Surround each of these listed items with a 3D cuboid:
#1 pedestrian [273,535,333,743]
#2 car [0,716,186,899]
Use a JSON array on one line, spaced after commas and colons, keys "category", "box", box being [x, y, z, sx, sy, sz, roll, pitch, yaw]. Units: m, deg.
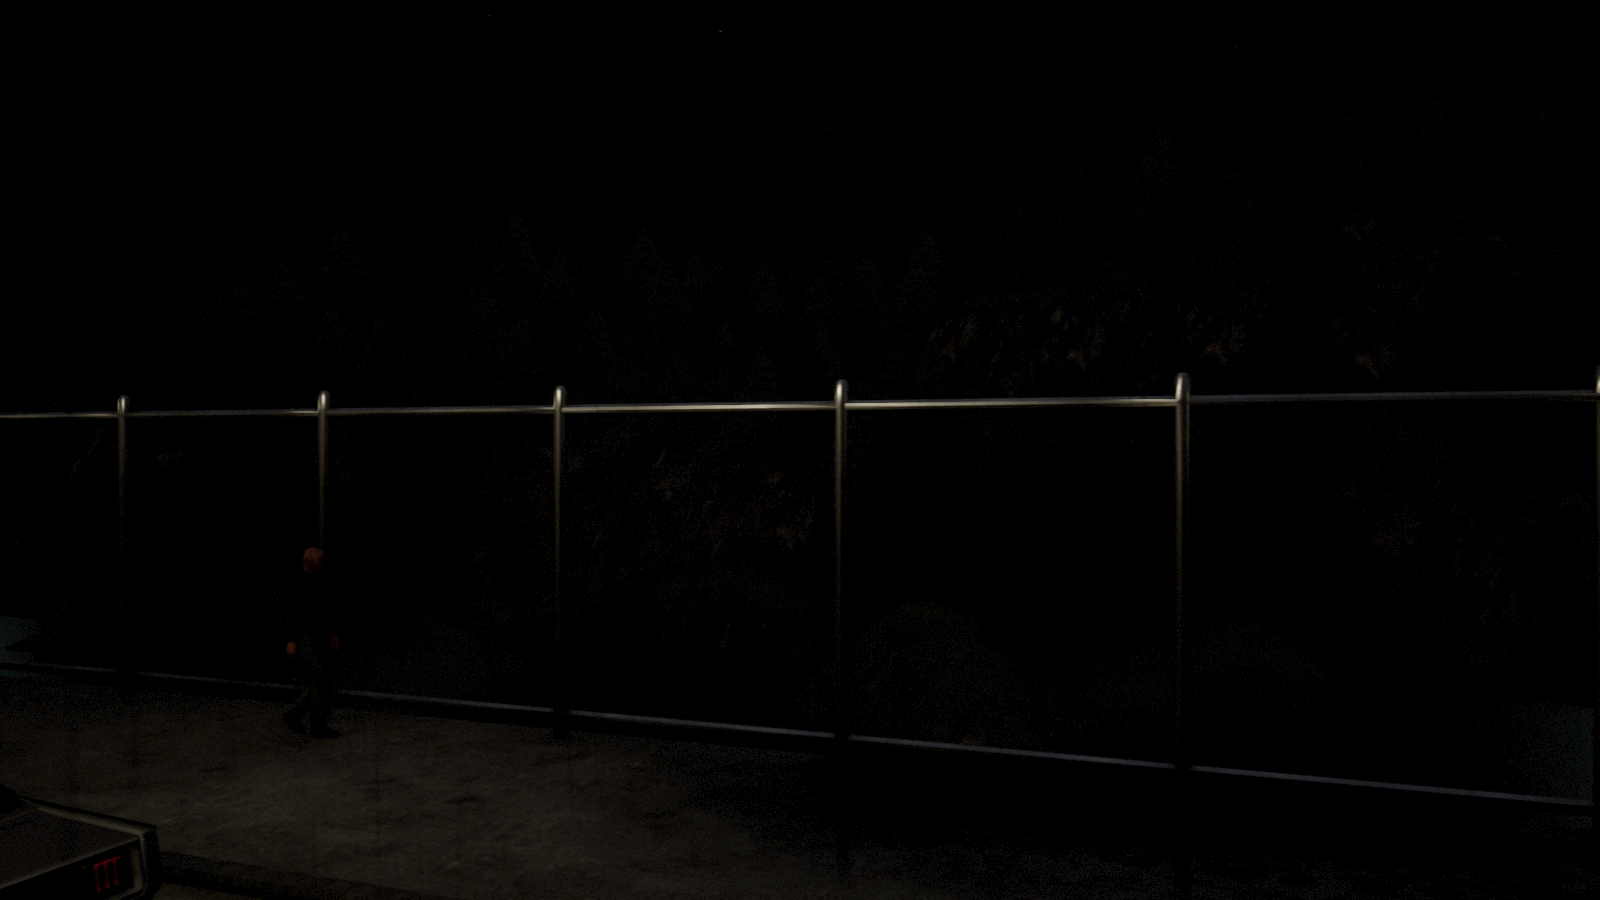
[{"category": "pedestrian", "box": [-4.616, 1.739, 10.620, 0.375, 1.860, 0.375, 0, 0, 7]}, {"category": "car", "box": [-5.750, 2.150, 5.886, 4.718, 1.301, 1.895, 0, 0, 20]}]
